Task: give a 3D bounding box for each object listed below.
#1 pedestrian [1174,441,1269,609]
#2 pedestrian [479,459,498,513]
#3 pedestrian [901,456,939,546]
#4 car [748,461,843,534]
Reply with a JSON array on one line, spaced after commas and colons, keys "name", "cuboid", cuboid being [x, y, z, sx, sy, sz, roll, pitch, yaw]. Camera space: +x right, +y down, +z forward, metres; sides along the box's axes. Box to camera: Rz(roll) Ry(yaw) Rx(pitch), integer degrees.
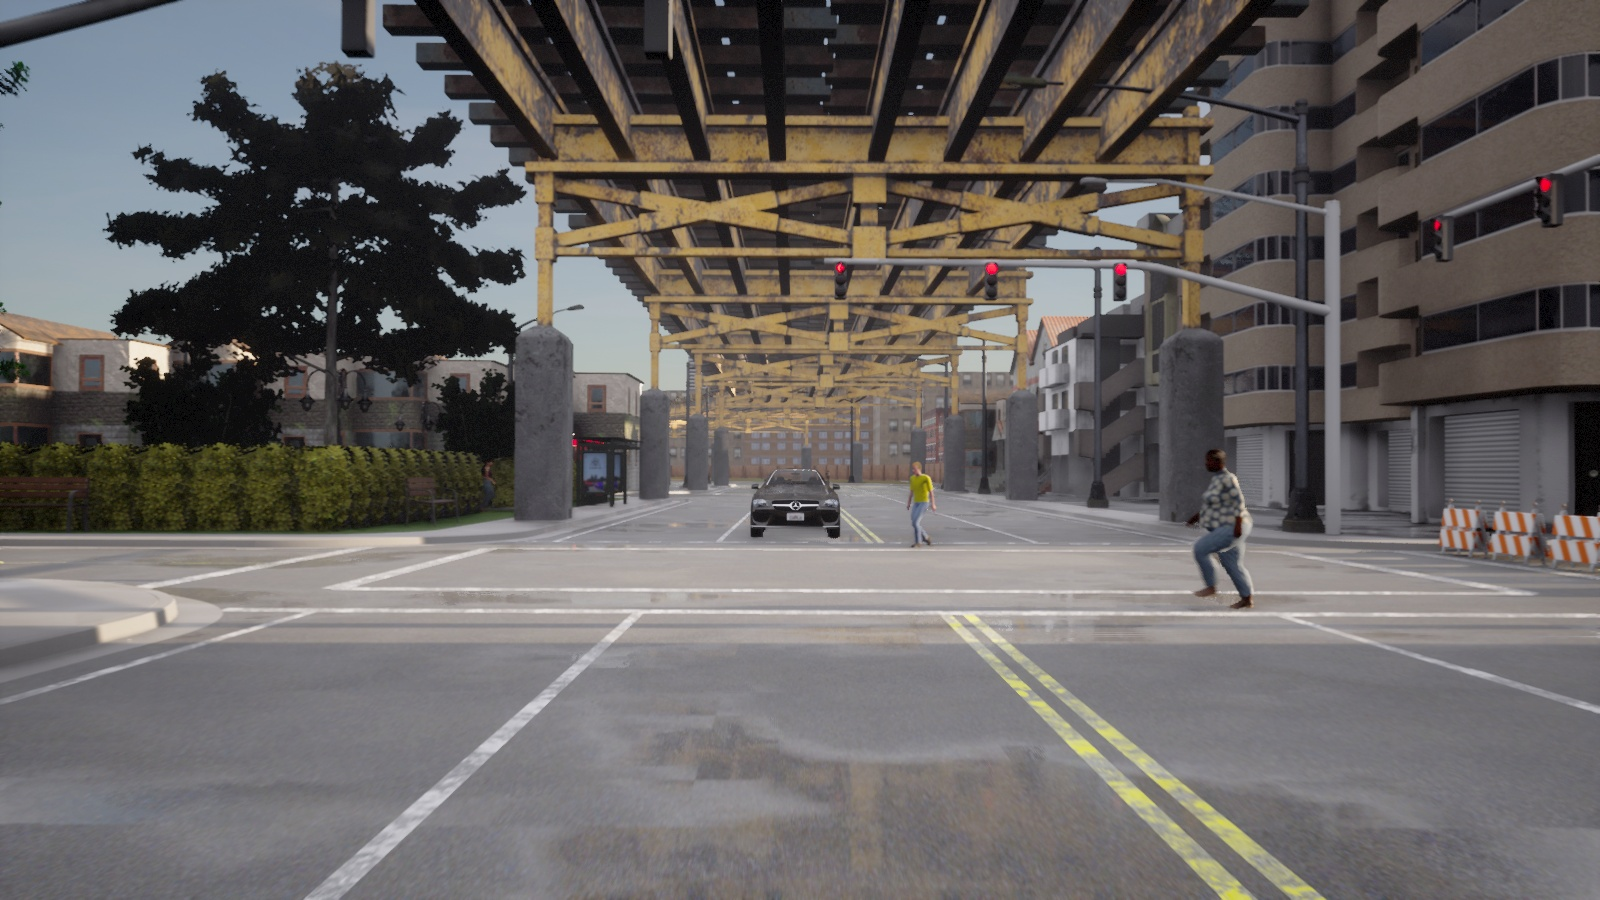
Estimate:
[{"name": "pedestrian", "cuboid": [4.814, 0.836, 14.396, 0.900, 1.855, 0.874, 0, -1, 10]}, {"name": "pedestrian", "cuboid": [-10.606, 1.232, 42.776, 0.594, 1.836, 0.345, 0, -1, -5]}, {"name": "pedestrian", "cuboid": [2.462, 1.035, 25.796, 0.706, 1.836, 0.354, 0, -1, -37]}, {"name": "car", "cuboid": [-0.097, 1.114, 31.100, 2.152, 1.651, 5.027, 0, -1, 0]}]
